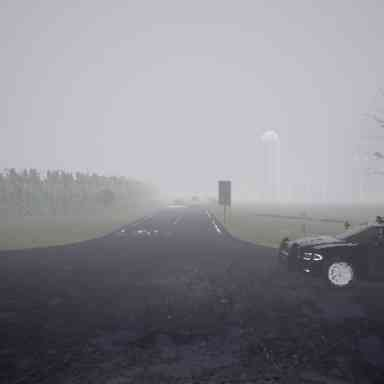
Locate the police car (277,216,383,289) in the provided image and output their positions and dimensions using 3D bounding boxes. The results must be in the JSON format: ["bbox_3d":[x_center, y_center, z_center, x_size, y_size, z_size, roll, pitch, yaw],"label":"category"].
[{"bbox_3d":[4.953,1.480,8.620,5.238,1.638,1.930,1,0,0],"label":"police car"}]

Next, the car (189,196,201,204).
[{"bbox_3d":[0.529,1.515,63.580,2.128,1.511,4.902,0,0,0],"label":"car"}]

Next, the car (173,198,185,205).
[{"bbox_3d":[-2.267,1.618,57.751,1.895,1.301,4.718,0,0,0],"label":"car"}]

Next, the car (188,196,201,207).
[{"bbox_3d":[0.445,1.489,53.161,1.882,1.535,5.008,0,0,0],"label":"car"}]
